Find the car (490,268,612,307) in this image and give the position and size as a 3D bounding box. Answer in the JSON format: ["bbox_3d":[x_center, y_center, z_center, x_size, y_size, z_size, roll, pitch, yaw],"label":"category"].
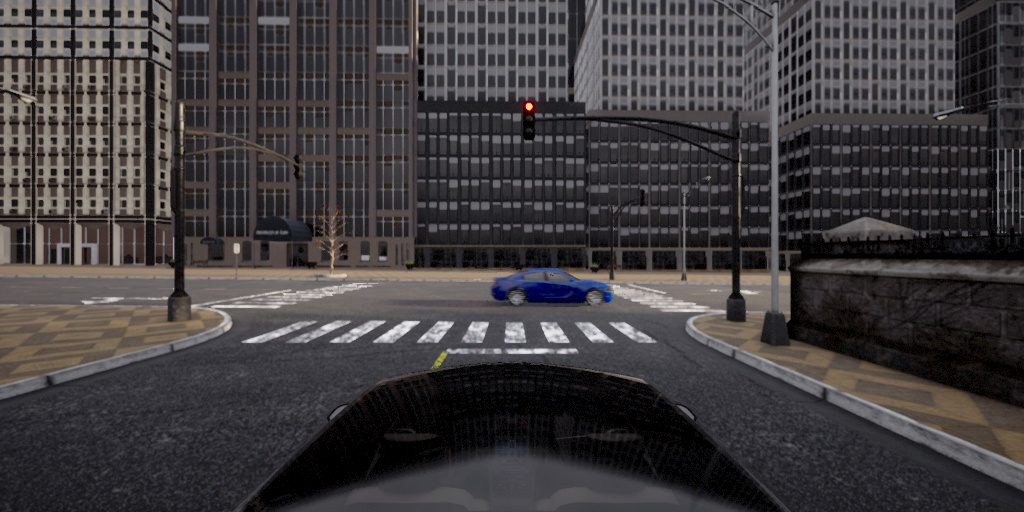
[{"bbox_3d":[1.597,1.262,14.902,5.008,1.535,1.882,1,0,-1],"label":"car"}]
